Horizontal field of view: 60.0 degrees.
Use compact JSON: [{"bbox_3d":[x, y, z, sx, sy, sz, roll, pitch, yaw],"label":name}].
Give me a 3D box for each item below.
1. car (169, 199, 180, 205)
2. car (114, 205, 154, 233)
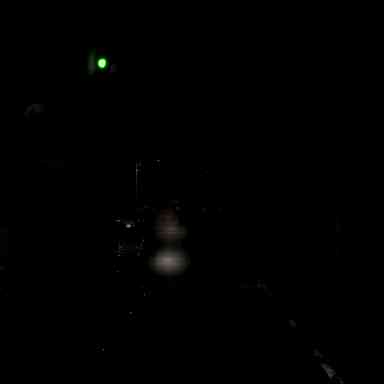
[{"bbox_3d":[-3.494,1.995,66.838,1.895,1.301,4.718,0,0,0],"label":"car"},{"bbox_3d":[-3.492,1.605,20.796,2.128,1.511,4.902,0,0,0],"label":"car"}]
